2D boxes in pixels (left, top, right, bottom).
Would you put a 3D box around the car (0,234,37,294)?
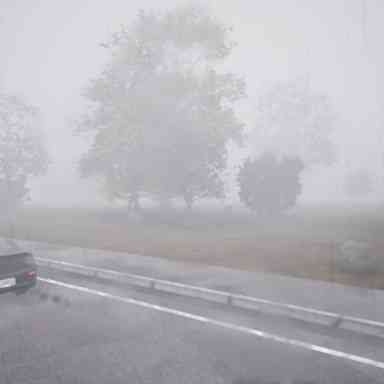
[{"bbox_3d":[-5.362,1.520,7.438,4.674,1.442,1.812,0,0,33],"label":"car"}]
